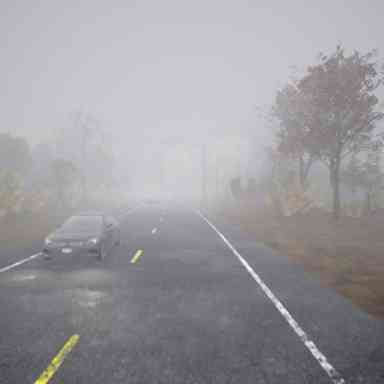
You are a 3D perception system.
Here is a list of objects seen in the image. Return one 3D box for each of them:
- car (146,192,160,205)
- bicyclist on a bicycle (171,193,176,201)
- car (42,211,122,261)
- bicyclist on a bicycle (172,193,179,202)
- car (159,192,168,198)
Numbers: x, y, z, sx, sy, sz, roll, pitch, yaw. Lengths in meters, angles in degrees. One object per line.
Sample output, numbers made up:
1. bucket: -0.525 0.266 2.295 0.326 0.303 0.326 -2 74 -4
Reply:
1. car: -6.418 1.227 53.480 1.812 1.442 4.674 0 0 -5
2. bicyclist on a bicycle: -3.903 1.001 70.674 0.866 1.612 1.509 0 0 -7
3. car: -3.784 1.474 12.212 1.812 1.442 4.674 0 0 -2
4. bicyclist on a bicycle: -2.764 1.072 61.779 0.866 1.612 1.509 0 0 -7
5. car: -7.562 0.790 88.494 2.128 1.511 4.902 0 1 -10
